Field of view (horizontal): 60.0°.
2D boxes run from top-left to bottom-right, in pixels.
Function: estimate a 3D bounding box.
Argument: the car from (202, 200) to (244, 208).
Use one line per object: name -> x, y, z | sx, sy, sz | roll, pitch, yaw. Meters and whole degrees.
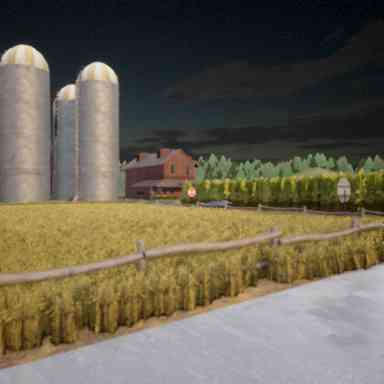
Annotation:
car -> 3.110, 1.543, 34.660 | 2.033, 1.411, 5.357 | 0, 0, -36
